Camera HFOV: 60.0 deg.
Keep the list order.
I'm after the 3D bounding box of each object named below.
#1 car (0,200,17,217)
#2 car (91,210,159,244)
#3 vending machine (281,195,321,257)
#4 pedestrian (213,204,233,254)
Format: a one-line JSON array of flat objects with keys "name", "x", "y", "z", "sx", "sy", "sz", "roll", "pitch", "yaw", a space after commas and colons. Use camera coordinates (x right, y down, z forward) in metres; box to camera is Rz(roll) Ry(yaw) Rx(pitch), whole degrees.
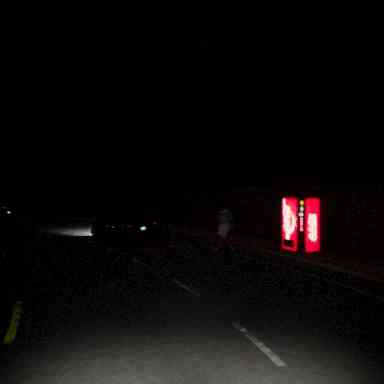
[{"name": "car", "x": -17.297, "y": 1.470, "z": 29.439, "sx": 4.892, "sy": 1.490, "sz": 1.837, "roll": -1, "pitch": 0, "yaw": 38}, {"name": "car", "x": -3.297, "y": 1.545, "z": 15.928, "sx": 1.994, "sy": 1.385, "sz": 4.181, "roll": 0, "pitch": 0, "yaw": -36}, {"name": "vending machine", "x": 3.954, "y": 1.180, "z": 12.097, "sx": 1.100, "sy": 2.100, "sz": 0.880, "roll": 0, "pitch": 0, "yaw": -29}, {"name": "pedestrian", "x": 1.128, "y": 1.279, "z": 12.053, "sx": 0.375, "sy": 1.860, "sz": 0.375, "roll": 0, "pitch": 0, "yaw": -31}]
